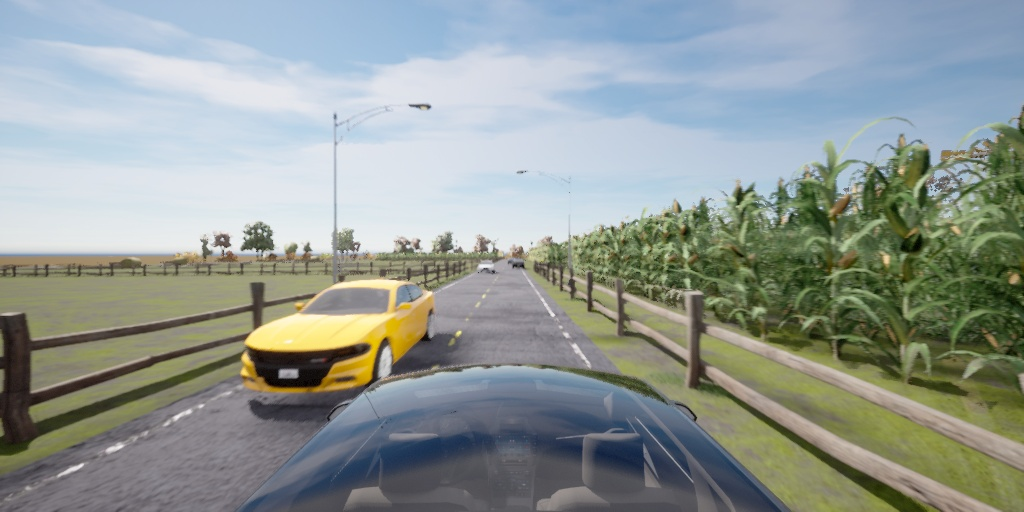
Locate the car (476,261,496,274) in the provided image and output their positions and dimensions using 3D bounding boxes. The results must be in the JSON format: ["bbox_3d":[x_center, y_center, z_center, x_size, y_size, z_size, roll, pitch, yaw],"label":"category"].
[{"bbox_3d":[-2.836,1.235,40.274,1.812,1.442,4.674,0,0,0],"label":"car"}]

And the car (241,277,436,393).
[{"bbox_3d":[-2.832,1.221,7.045,1.882,1.535,5.008,0,0,0],"label":"car"}]

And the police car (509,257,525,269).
[{"bbox_3d":[0.964,1.122,55.089,1.930,1.638,5.238,0,0,0],"label":"police car"}]
